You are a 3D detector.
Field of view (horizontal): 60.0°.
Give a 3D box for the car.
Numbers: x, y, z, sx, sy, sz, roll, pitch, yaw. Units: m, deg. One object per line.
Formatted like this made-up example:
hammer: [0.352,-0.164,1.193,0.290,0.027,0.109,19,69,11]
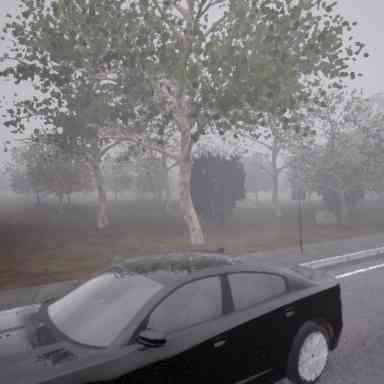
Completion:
car: [-0.307,1.474,3.769,5.008,1.535,1.882,0,0,-35]
